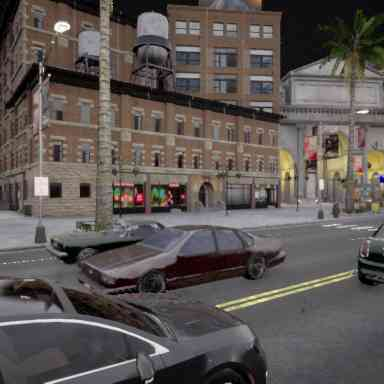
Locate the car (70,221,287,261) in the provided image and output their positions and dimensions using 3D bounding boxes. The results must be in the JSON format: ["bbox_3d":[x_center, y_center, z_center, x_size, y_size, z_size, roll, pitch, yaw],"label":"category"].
[{"bbox_3d":[0.039,1.547,8.311,5.357,1.411,2.033,0,0,-35],"label":"car"}]

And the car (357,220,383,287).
[{"bbox_3d":[6.071,1.351,8.097,4.553,1.767,2.097,0,0,-35],"label":"car"}]

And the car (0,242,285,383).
[{"bbox_3d":[-1.476,1.505,2.686,4.892,1.490,1.837,0,0,-36],"label":"car"}]

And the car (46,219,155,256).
[{"bbox_3d":[-2.190,1.601,11.021,4.718,1.301,1.895,0,0,-35],"label":"car"}]
